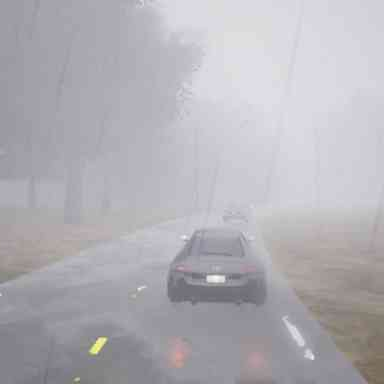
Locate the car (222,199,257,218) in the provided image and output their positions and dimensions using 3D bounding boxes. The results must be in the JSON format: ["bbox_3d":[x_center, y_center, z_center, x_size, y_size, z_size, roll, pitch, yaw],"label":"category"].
[{"bbox_3d":[3.542,1.503,25.305,2.033,1.411,5.357,0,0,15],"label":"car"}]

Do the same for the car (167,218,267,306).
[{"bbox_3d":[0.626,1.573,8.150,1.994,1.385,4.181,0,0,5],"label":"car"}]

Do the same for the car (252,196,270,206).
[{"bbox_3d":[10.180,1.241,50.021,2.033,1.411,5.357,-1,1,29],"label":"car"}]
